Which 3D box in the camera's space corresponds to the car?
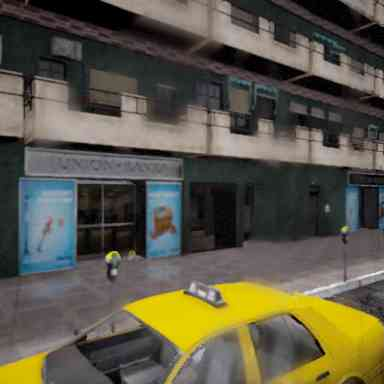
[{"bbox_3d":[-0.102,1.517,2.806,4.829,1.417,1.752,0,0,-35],"label":"car"}]
